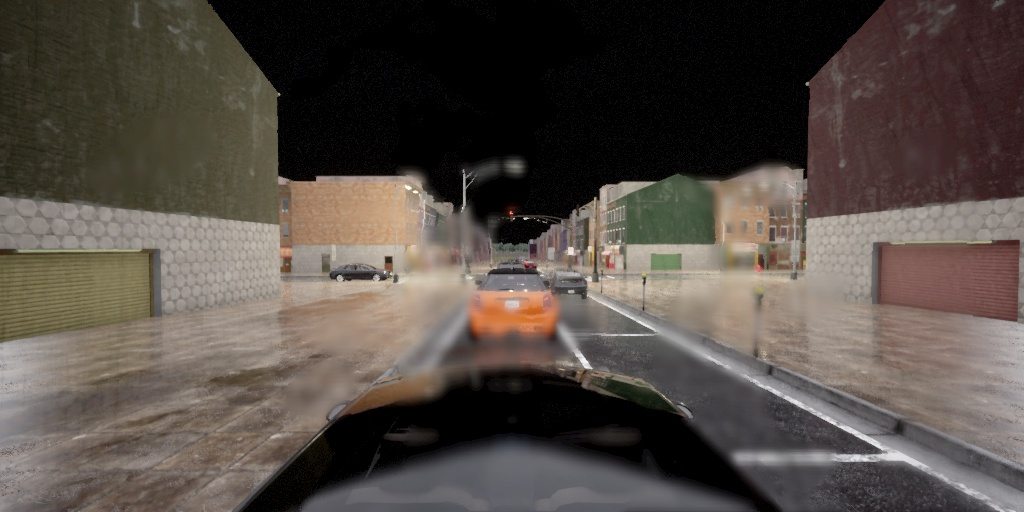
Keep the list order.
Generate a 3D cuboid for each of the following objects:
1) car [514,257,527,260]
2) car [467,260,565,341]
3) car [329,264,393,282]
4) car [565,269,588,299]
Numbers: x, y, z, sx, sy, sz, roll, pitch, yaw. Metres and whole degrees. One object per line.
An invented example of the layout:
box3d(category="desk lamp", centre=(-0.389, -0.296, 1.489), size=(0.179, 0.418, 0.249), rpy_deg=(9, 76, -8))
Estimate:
box3d(category="car", centre=(-0.051, 1.099, 19.890), size=(2.097, 1.767, 4.553), rpy_deg=(0, 0, 0))
box3d(category="car", centre=(0.042, 1.100, 9.999), size=(2.097, 1.767, 4.553), rpy_deg=(0, 0, 0))
box3d(category="car", centre=(-12.316, 1.365, 29.455), size=(4.892, 1.490, 1.837), rpy_deg=(0, 1, -2))
box3d(category="car", centre=(2.593, 1.297, 17.570), size=(2.007, 1.370, 4.403), rpy_deg=(0, 0, 0))
